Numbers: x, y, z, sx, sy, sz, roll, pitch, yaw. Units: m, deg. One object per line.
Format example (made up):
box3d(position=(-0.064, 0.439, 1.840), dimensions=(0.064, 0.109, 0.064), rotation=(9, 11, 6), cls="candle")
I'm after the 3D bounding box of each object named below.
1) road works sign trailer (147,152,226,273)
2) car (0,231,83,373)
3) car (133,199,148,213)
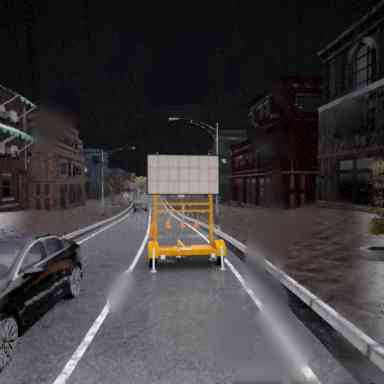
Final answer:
box3d(position=(-0.299, 0.496, 10.941), dimensions=(2.380, 3.560, 2.880), rotation=(0, -1, -9), cls="road works sign trailer")
box3d(position=(-3.296, 1.495, 5.618), dimensions=(2.128, 1.511, 4.902), rotation=(0, 0, -2), cls="car")
box3d(position=(-8.148, 2.168, 52.895), dimensions=(2.150, 2.045, 5.566), rotation=(0, 0, -7), cls="car")
